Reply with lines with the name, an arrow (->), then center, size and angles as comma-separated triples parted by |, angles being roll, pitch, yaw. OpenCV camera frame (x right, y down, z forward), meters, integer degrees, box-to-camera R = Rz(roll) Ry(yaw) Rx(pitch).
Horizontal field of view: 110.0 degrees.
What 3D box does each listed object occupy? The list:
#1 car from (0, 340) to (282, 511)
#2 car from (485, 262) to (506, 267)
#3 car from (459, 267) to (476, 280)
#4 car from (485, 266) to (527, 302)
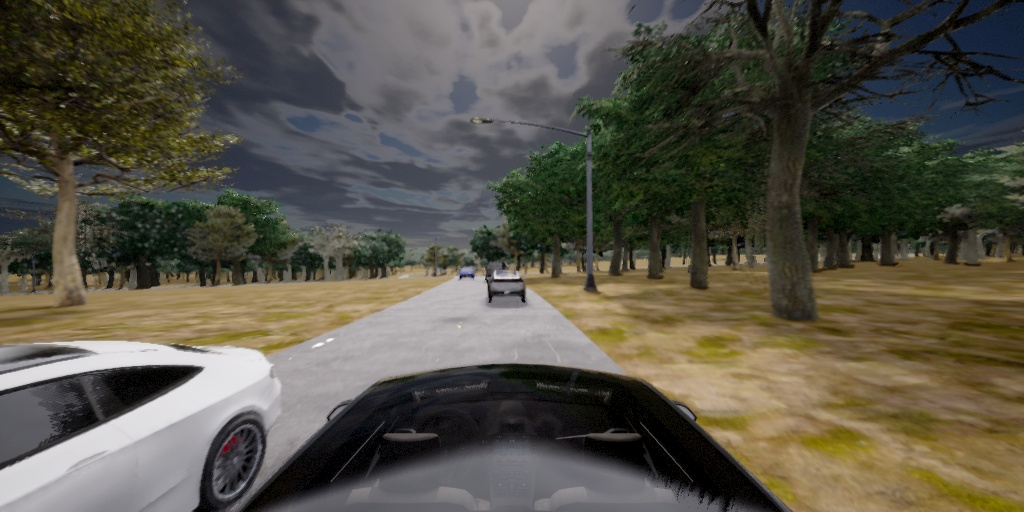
car -> -3.130, 1.284, 1.649 | 1.812, 1.442, 4.674 | 0, -1, 0
car -> -1.631, 1.628, 37.573 | 2.150, 2.045, 5.566 | 0, -2, -5
car -> -5.545, 2.137, 44.487 | 1.882, 1.535, 5.008 | 1, -2, -6
car -> -0.316, 1.478, 18.557 | 2.128, 1.511, 4.902 | 0, -1, -3
